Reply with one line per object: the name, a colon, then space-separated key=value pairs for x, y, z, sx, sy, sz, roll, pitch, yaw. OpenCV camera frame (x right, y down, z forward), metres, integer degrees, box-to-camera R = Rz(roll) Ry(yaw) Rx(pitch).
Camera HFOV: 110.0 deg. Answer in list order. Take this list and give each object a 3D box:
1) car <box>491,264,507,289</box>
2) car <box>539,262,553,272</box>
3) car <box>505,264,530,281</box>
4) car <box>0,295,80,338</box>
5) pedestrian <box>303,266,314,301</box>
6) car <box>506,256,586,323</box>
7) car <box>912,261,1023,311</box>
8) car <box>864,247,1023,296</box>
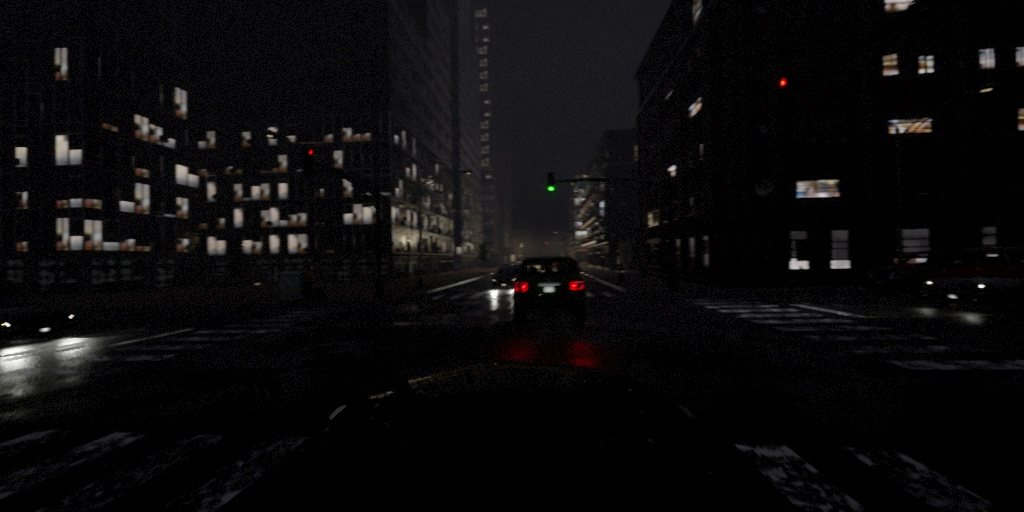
car: x=-0.332 y=1.539 z=26.340 sx=2.033 sy=1.411 sz=5.357 roll=-1 pitch=-1 yaw=5
car: x=5.405 y=1.744 z=56.922 sx=1.994 sy=1.385 sz=4.181 roll=-1 pitch=-1 yaw=5
car: x=0.632 y=1.619 z=36.431 sx=2.033 sy=1.411 sz=5.357 roll=-1 pitch=-1 yaw=6
car: x=-16.695 y=1.920 z=11.009 sx=5.357 sy=1.411 sz=2.033 roll=-2 pitch=0 yaw=5
pedestrian: x=-10.615 y=1.383 z=18.667 sx=0.375 sy=1.860 sz=0.375 roll=-1 pitch=0 yaw=5
car: x=1.278 y=1.027 z=12.550 sx=2.150 sy=2.045 sz=5.566 roll=-2 pitch=0 yaw=5
car: x=16.210 y=0.917 z=11.252 sx=4.718 sy=1.301 sz=1.895 roll=-2 pitch=0 yaw=5
car: x=16.717 y=0.636 z=13.678 sx=5.009 sy=1.841 sz=2.192 roll=0 pitch=0 yaw=5
